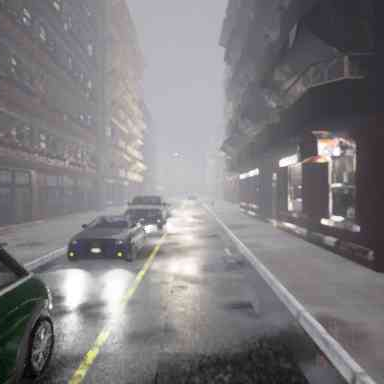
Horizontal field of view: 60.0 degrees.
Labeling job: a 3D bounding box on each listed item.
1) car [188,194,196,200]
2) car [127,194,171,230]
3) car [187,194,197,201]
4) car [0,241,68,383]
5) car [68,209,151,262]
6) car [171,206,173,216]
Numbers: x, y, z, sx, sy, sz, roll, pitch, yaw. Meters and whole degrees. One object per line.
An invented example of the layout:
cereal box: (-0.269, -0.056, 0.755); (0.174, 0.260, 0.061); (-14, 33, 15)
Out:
car: (0.034, 1.173, 84.998); (1.812, 1.442, 4.674); (0, 0, 0)
car: (-2.742, 1.159, 20.934); (2.150, 2.045, 5.566); (0, 0, 0)
car: (0.030, 1.323, 74.575); (1.837, 1.490, 4.892); (0, 0, 0)
car: (-2.845, 1.343, 2.438); (2.097, 1.767, 4.553); (0, 0, 0)
car: (-2.836, 1.528, 11.806); (1.994, 1.385, 4.181); (0, 0, 0)
car: (-2.738, 1.519, 29.135); (1.895, 1.301, 4.718); (0, 0, 0)
